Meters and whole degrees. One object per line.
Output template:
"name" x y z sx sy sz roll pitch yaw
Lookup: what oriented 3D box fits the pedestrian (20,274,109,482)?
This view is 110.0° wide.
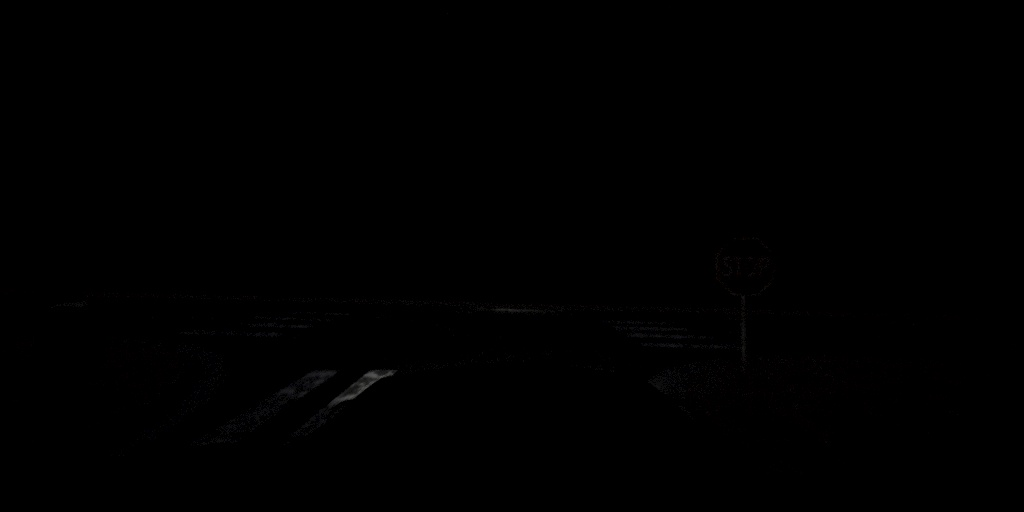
"pedestrian" -4.170 1.068 3.335 0.375 1.860 0.375 0 -1 0
